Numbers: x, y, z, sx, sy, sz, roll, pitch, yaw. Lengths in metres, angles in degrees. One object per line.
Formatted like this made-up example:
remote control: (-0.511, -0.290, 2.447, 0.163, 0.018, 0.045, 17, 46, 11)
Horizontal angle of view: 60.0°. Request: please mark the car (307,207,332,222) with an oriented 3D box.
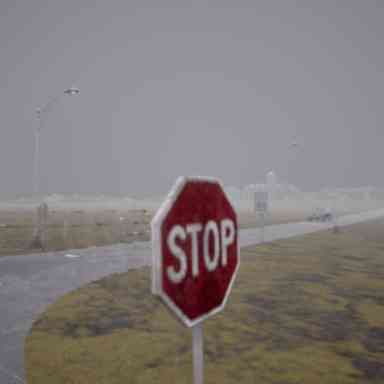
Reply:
car: (18.151, 3.150, 47.207, 2.150, 2.045, 5.566, -2, -3, 36)
